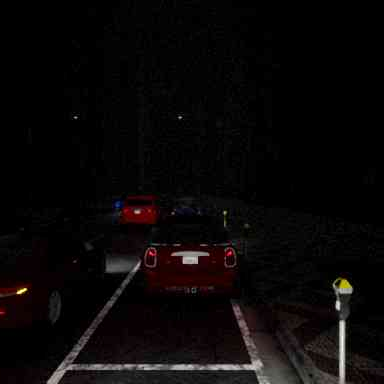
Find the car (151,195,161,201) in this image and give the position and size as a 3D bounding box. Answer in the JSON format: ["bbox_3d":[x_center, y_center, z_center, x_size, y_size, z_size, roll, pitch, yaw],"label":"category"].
[{"bbox_3d":[-8.911,1.477,82.090,1.967,1.590,4.097,0,0,0],"label":"car"}]

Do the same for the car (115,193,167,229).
[{"bbox_3d":[-3.082,1.229,21.538,2.150,2.045,5.566,0,0,0],"label":"car"}]

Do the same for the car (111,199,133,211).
[{"bbox_3d":[-8.910,1.582,42.633,1.947,1.339,4.313,0,0,0],"label":"car"}]

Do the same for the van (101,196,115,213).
[{"bbox_3d":[-8.911,1.354,36.996,1.690,1.788,3.998,0,0,0],"label":"van"}]

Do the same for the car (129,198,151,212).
[{"bbox_3d":[-6.215,1.521,39.910,1.837,1.490,4.892,0,-1,0],"label":"car"}]

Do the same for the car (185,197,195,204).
[{"bbox_3d":[-0.385,1.594,65.189,1.947,1.339,4.313,0,0,0],"label":"car"}]

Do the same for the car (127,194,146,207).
[{"bbox_3d":[-8.911,1.337,53.906,2.192,1.841,5.009,0,0,0],"label":"car"}]

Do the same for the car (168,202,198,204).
[{"bbox_3d":[-0.385,1.530,20.269,1.752,1.417,4.829,0,0,0],"label":"car"}]

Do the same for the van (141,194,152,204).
[{"bbox_3d":[-8.911,1.369,65.180,1.690,1.788,3.998,0,0,0],"label":"van"}]

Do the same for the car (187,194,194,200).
[{"bbox_3d":[-0.386,1.484,93.370,1.967,1.590,4.097,0,0,0],"label":"car"}]

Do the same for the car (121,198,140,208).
[{"bbox_3d":[-8.910,1.585,48.269,1.947,1.339,4.313,0,0,0],"label":"car"}]

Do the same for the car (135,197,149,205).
[{"bbox_3d":[-8.910,1.569,59.543,1.887,1.381,4.507,0,0,0],"label":"car"}]

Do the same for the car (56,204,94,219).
[{"bbox_3d":[-8.910,1.573,25.722,1.947,1.339,4.313,0,0,0],"label":"car"}]

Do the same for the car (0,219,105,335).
[{"bbox_3d":[-3.142,1.526,6.708,1.812,1.442,4.674,0,0,0],"label":"car"}]

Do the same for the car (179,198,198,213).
[{"bbox_3d":[-0.386,1.453,37.008,1.967,1.590,4.097,0,0,0],"label":"car"}]

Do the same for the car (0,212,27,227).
[{"bbox_3d":[-8.910,1.547,14.449,1.887,1.381,4.507,0,0,0],"label":"car"}]

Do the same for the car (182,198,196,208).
[{"bbox_3d":[-0.385,1.569,48.280,2.008,1.369,4.403,0,0,0],"label":"car"}]

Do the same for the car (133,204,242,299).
[{"bbox_3d":[-0.032,1.353,8.620,2.097,1.767,4.553,0,0,0],"label":"car"}]

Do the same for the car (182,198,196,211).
[{"bbox_3d":[-0.385,1.541,42.814,1.752,1.417,4.829,0,0,0],"label":"car"}]

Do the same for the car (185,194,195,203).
[{"bbox_3d":[-0.386,1.346,70.826,2.192,1.841,5.009,0,0,0],"label":"car"}]

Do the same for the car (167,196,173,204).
[{"bbox_3d":[-3.076,1.505,37.701,2.128,1.511,4.902,0,0,0],"label":"car"}]

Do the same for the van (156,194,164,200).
[{"bbox_3d":[-8.911,1.385,93.363,1.690,1.788,3.998,0,0,0],"label":"van"}]

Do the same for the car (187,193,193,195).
[{"bbox_3d":[-0.386,1.465,59.552,1.967,1.590,4.097,0,0,0],"label":"car"}]

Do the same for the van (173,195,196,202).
[{"bbox_3d":[-0.386,1.348,25.735,1.690,1.788,3.998,0,0,0],"label":"van"}]
